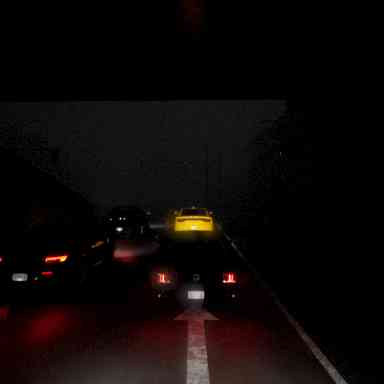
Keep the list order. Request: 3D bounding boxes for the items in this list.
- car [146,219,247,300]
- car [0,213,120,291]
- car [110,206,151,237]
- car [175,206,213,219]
[{"bbox_3d":[0.085,1.601,8.322,1.895,1.301,4.718,0,0,0],"label":"car"},{"bbox_3d":[-3.418,1.526,8.913,1.812,1.442,4.674,0,0,0],"label":"car"},{"bbox_3d":[-3.414,1.505,18.072,1.837,1.490,4.892,0,0,0],"label":"car"},{"bbox_3d":[0.087,1.478,17.665,1.882,1.535,5.008,0,0,0],"label":"car"}]
